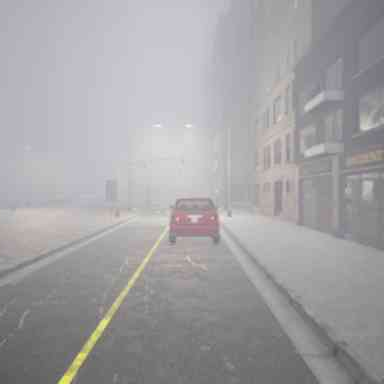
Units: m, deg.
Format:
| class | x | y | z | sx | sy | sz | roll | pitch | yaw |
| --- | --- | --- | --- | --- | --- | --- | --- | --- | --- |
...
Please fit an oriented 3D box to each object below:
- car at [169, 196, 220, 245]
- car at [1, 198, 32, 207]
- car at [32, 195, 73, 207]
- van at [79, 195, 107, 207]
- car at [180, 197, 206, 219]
| class | x | y | z | sx | sy | sz | roll | pitch | yaw |
| --- | --- | --- | --- | --- | --- | --- | --- | --- | --- |
| car | 0.098 | 1.207 | 15.682 | 2.150 | 2.045 | 5.566 | 0 | 0 | 0 |
| car | -26.013 | 1.580 | 49.441 | 4.313 | 1.339 | 1.947 | 0 | 0 | -1 |
| car | -20.373 | 1.332 | 49.527 | 5.009 | 1.841 | 2.192 | 0 | 0 | -1 |
| van | -14.733 | 1.358 | 49.614 | 3.998 | 1.788 | 1.690 | 0 | 0 | -1 |
| car | 0.095 | 1.333 | 29.490 | 2.097 | 1.767 | 4.553 | 0 | 0 | 0 |
